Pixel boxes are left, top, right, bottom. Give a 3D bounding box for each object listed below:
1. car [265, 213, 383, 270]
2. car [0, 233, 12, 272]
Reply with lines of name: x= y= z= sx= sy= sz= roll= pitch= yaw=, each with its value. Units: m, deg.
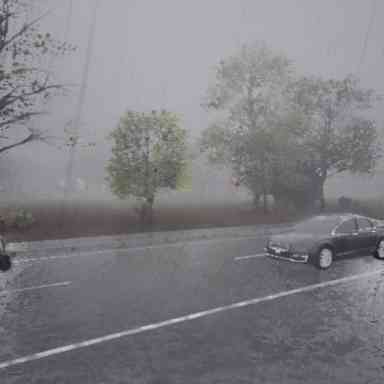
car: x=4.591 y=1.482 z=10.950 sx=4.892 sy=1.490 sz=1.837 roll=0 pitch=0 yaw=-31
car: x=-6.769 y=1.322 z=7.634 sx=4.553 sy=1.767 sz=2.097 roll=0 pitch=0 yaw=-35
